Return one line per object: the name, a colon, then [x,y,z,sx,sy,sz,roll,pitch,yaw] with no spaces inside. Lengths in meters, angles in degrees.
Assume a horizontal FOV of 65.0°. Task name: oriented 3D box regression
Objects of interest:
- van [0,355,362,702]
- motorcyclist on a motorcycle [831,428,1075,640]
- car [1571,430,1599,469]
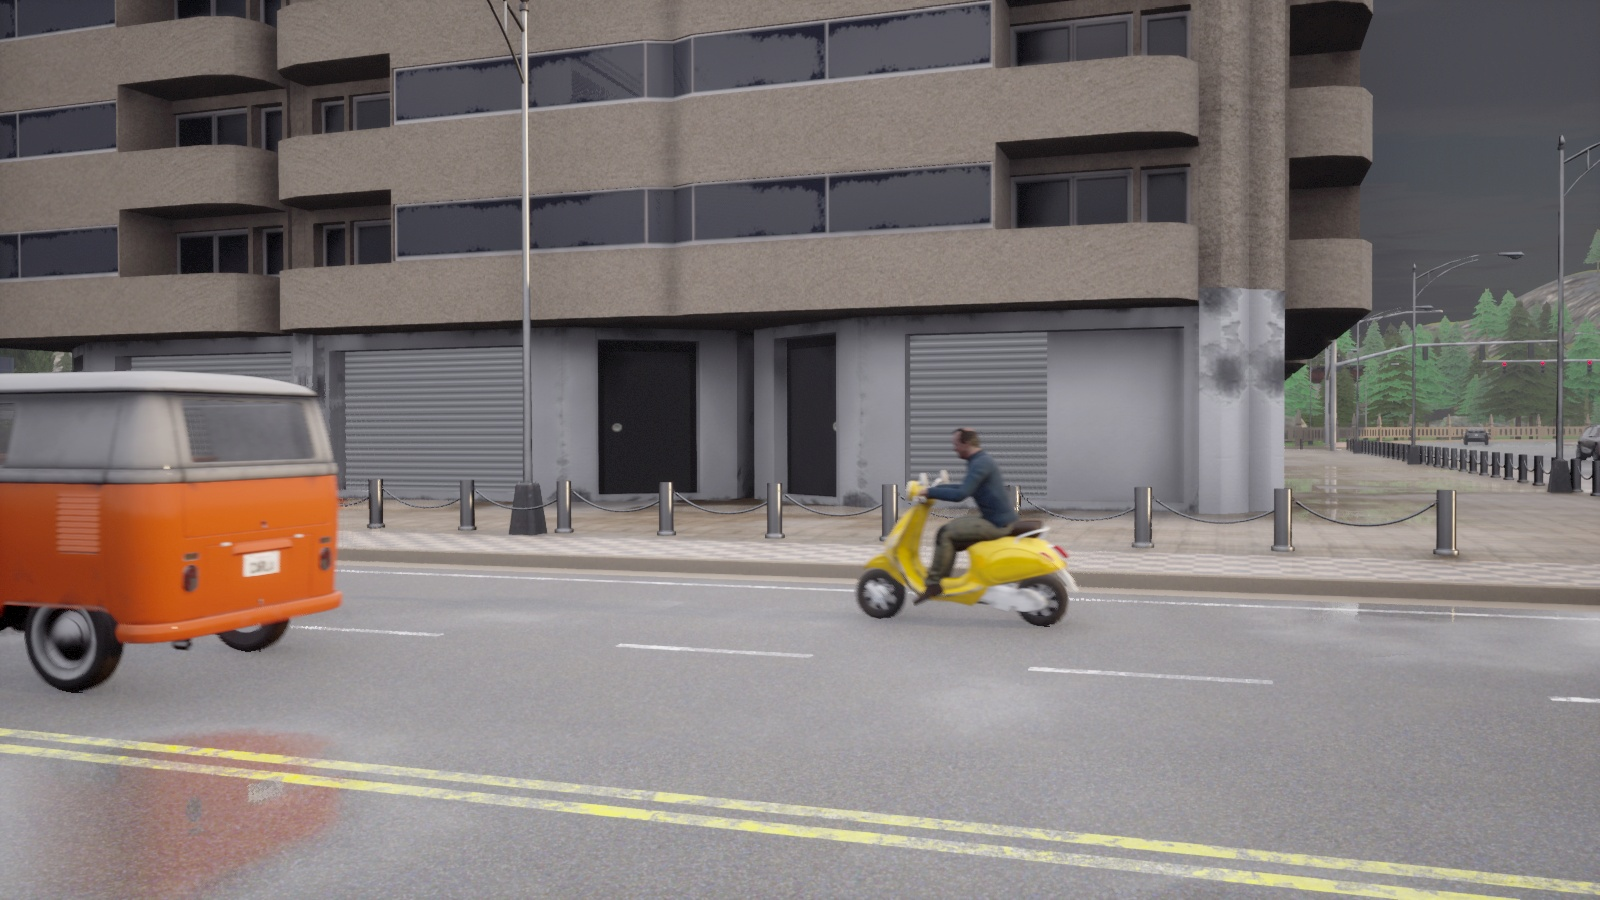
van: [-5.476,0.419,8.726,4.442,1.987,1.775,1,1,19]
motorcyclist on a motorcycle: [1.249,0.622,10.158,1.817,1.590,0.866,1,1,19]
car: [35.284,-0.040,54.561,2.033,1.649,4.856,1,1,19]
